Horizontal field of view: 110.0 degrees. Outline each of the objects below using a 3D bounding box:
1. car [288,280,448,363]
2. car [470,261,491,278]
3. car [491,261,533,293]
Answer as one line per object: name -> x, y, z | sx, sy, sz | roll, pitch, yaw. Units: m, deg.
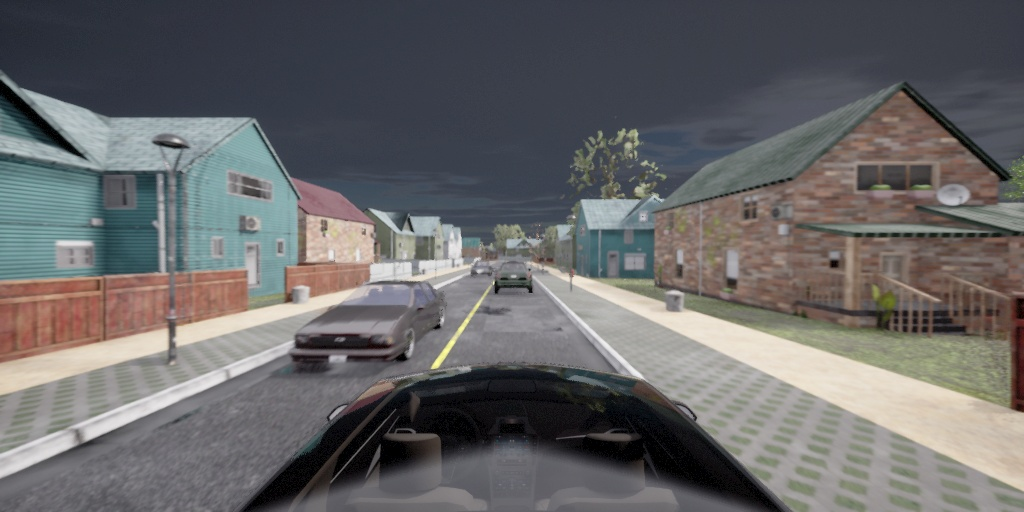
car -> -2.812, 1.291, 8.508 | 2.033, 1.411, 5.357 | 0, 0, 1
car -> -2.860, 1.214, 34.167 | 2.128, 1.511, 4.902 | 0, 0, 0
car -> 0.088, 1.085, 20.866 | 2.097, 1.767, 4.553 | 0, 0, 0
